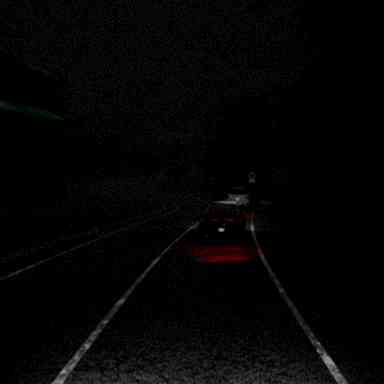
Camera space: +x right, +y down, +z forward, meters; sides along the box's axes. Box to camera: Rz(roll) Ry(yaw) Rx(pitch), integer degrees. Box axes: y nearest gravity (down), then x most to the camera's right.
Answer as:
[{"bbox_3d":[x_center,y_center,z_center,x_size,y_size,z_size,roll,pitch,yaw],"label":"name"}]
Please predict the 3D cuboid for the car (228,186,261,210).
[{"bbox_3d":[4.902,0.428,30.908,2.150,2.045,5.566,2,5,23],"label":"car"}]

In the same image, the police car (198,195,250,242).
[{"bbox_3d":[1.435,1.179,15.200,1.930,1.638,5.238,1,1,7],"label":"police car"}]
